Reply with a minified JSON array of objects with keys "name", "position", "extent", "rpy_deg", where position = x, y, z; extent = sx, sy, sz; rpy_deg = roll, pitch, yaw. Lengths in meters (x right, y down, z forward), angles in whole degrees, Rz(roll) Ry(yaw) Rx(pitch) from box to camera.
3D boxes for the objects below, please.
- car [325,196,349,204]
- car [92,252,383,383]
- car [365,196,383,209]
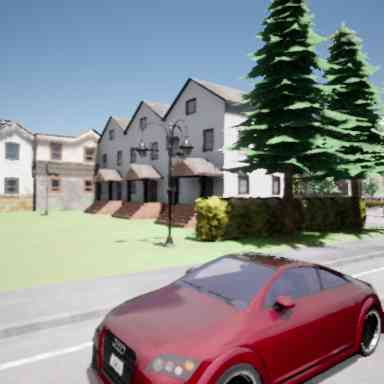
[{"name":"car","position":[32.887,1.785,75.392],"extent":[1.932,1.855,4.605],"rpy_deg":[1,0,-36]},{"name":"car","position":[0.835,1.596,4.588],"extent":[4.181,1.385,1.994],"rpy_deg":[1,0,-36]},{"name":"car","position":[28.058,1.601,49.931],"extent":[1.932,1.855,4.605],"rpy_deg":[1,0,-36]}]
